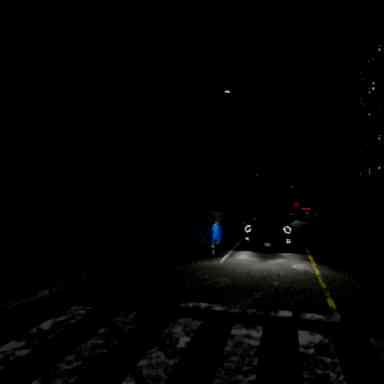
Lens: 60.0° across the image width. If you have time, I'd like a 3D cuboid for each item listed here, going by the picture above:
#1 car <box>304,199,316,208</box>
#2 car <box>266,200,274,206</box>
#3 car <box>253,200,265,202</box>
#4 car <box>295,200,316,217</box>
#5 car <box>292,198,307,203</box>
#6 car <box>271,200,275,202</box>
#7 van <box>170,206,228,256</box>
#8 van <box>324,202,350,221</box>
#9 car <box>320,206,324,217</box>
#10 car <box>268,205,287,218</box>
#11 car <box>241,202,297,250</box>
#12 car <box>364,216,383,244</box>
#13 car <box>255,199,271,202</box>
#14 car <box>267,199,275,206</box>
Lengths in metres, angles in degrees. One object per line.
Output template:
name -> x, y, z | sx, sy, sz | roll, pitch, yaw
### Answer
car -> 25.299, 2.455, 71.365 | 2.097, 1.767, 4.553 | 0, -1, 15
car -> 19.504, 2.787, 83.063 | 1.947, 1.339, 4.313 | 1, -1, 15
car -> 6.294, 1.913, 35.004 | 1.967, 1.590, 4.097 | 1, -1, 15
car -> 13.399, 2.087, 39.228 | 1.837, 1.490, 4.892 | 0, -1, 16
car -> 16.120, 1.959, 49.291 | 2.150, 2.045, 5.566 | 0, -1, 15
car -> 15.103, 2.284, 67.046 | 2.192, 1.841, 5.009 | 1, -1, 15
van -> 0.424, 1.490, 13.645 | 1.690, 1.788, 3.998 | 1, -1, 15
van -> 14.377, 1.845, 32.786 | 1.690, 1.788, 3.998 | 1, -1, 15
car -> 15.843, 2.026, 38.125 | 1.967, 1.590, 4.097 | 1, -1, 15
car -> 9.797, 2.138, 37.870 | 1.895, 1.301, 4.718 | 0, -1, 16
car -> 3.585, 1.548, 15.392 | 2.097, 1.767, 4.553 | 0, -1, 15
car -> 10.015, 1.788, 16.927 | 1.752, 1.417, 4.829 | 1, -1, 15
car -> 9.231, 1.952, 45.686 | 2.192, 1.841, 5.009 | 1, -1, 15
car -> 20.973, 2.746, 88.404 | 1.967, 1.590, 4.097 | 1, -1, 15
